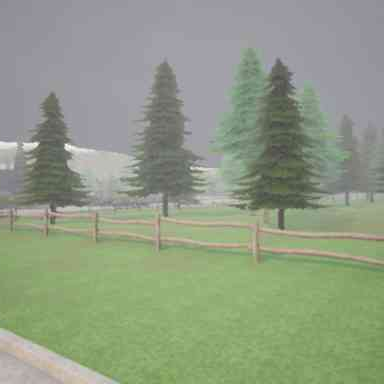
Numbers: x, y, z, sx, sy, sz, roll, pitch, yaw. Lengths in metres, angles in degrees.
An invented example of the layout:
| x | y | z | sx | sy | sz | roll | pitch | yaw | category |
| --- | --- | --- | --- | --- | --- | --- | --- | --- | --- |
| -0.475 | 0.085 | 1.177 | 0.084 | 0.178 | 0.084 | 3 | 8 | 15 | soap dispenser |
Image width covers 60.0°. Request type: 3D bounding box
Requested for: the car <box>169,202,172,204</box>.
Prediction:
| x | y | z | sx | sy | sz | roll | pitch | yaw | category |
| --- | --- | --- | --- | --- | --- | --- | --- | --- | --- |
| -2.795 | 1.827 | 70.437 | 1.895 | 1.301 | 4.718 | -1 | 0 | 36 | car |

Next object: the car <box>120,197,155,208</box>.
| x | y | z | sx | sy | sz | roll | pitch | yaw | category |
| --- | --- | --- | --- | --- | --- | --- | --- | --- | --- |
| -9.128 | 1.862 | 55.933 | 2.128 | 1.511 | 4.902 | -1 | 0 | 37 | car |

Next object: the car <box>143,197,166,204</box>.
| x | y | z | sx | sy | sz | roll | pitch | yaw | category |
| --- | --- | --- | --- | --- | --- | --- | --- | --- | --- |
| -8.449 | 1.837 | 74.565 | 2.033 | 1.411 | 5.357 | -1 | 0 | 36 | car |

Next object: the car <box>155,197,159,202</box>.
| x | y | z | sx | sy | sz | roll | pitch | yaw | category |
| --- | --- | --- | --- | --- | --- | --- | --- | --- | --- |
| -5.631 | 1.805 | 72.489 | 2.033 | 1.411 | 5.357 | -1 | 0 | 36 | car |

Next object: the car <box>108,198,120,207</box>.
| x | y | z | sx | sy | sz | roll | pitch | yaw | category |
| --- | --- | --- | --- | --- | --- | --- | --- | --- | --- |
| -11.928 | 1.967 | 58.034 | 1.994 | 1.385 | 4.181 | -1 | 0 | 37 | car |

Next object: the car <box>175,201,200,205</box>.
| x | y | z | sx | sy | sz | roll | pitch | yaw | category |
| --- | --- | --- | --- | --- | --- | --- | --- | --- | --- |
| -0.488 | 1.914 | 67.666 | 2.033 | 1.411 | 5.357 | -1 | 0 | 36 | car |

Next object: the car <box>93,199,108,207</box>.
| x | y | z | sx | sy | sz | roll | pitch | yaw | category |
| --- | --- | --- | --- | --- | --- | --- | --- | --- | --- |
| -14.765 | 1.943 | 60.082 | 1.837 | 1.490 | 4.892 | -1 | 0 | 37 | car |
